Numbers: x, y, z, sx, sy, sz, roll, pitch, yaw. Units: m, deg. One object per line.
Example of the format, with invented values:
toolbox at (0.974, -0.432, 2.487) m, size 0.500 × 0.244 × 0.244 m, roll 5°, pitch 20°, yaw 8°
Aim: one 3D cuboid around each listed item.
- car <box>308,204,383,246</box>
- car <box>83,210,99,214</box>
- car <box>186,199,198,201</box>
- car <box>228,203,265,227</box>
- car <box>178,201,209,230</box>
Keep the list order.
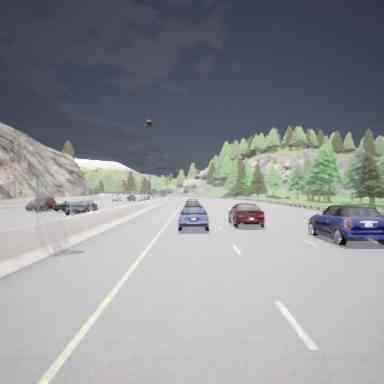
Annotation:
car at (7.095, 1.352, 15.473) m, size 2.097 × 1.767 × 4.553 m, roll 0°, pitch 0°, yaw 0°
car at (-10.608, 1.546, 32.482) m, size 2.033 × 1.411 × 5.357 m, roll 0°, pitch 0°, yaw 0°
car at (0.085, 1.562, 42.468) m, size 1.994 × 1.385 × 4.181 m, roll 0°, pitch 0°, yaw 0°
car at (3.595, 1.477, 22.555) m, size 1.882 × 1.535 × 5.008 m, roll 0°, pitch 0°, yaw 0°
car at (0.093, 1.546, 20.884) m, size 2.033 × 1.411 × 5.357 m, roll 0°, pitch 0°, yaw 0°
